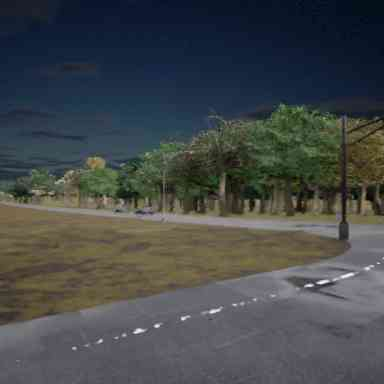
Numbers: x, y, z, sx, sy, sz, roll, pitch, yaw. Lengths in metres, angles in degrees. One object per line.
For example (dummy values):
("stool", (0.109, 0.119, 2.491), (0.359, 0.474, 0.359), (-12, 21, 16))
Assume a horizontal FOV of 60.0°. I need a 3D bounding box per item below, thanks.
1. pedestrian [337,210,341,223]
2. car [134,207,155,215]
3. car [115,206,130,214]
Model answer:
("pedestrian", (14.035, 2.280, 31.788), (0.375, 1.300, 0.375), (-2, 1, -33))
("car", (-8.501, 3.367, 59.109), (2.033, 1.411, 5.357), (1, -2, -33))
("car", (-14.208, 3.620, 67.655), (2.128, 1.511, 4.902), (1, -2, -33))
